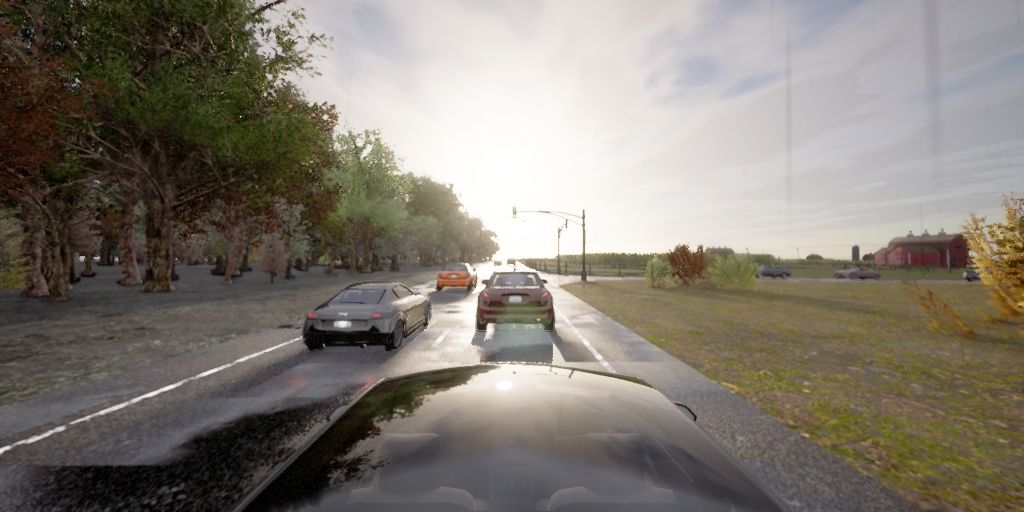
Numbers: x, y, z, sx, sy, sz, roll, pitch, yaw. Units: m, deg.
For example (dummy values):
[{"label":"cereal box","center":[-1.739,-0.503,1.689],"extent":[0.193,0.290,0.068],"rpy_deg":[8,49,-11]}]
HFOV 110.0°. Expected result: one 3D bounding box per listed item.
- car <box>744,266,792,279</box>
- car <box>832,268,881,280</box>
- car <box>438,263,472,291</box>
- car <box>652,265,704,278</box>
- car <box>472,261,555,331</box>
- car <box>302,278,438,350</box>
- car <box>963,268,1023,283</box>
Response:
[{"label":"car","center":[28.823,1.826,40.534],"extent":[4.902,1.511,2.128],"rpy_deg":[1,-1,0]},{"label":"car","center":[38.839,2.007,40.481],"extent":[4.181,1.385,1.994],"rpy_deg":[1,-1,1]},{"label":"car","center":[-3.427,1.224,23.192],"extent":[2.097,1.767,4.553],"rpy_deg":[0,0,0]},{"label":"car","center":[18.669,1.771,40.565],"extent":[5.357,1.411,2.033],"rpy_deg":[1,-1,0]},{"label":"car","center":[0.086,1.156,11.363],"extent":[2.097,1.767,4.553],"rpy_deg":[0,0,0]},{"label":"car","center":[-3.410,1.356,9.217],"extent":[1.994,1.385,4.181],"rpy_deg":[0,0,0]},{"label":"car","center":[49.593,1.973,36.865],"extent":[4.902,1.511,2.128],"rpy_deg":[1,-1,0]}]
